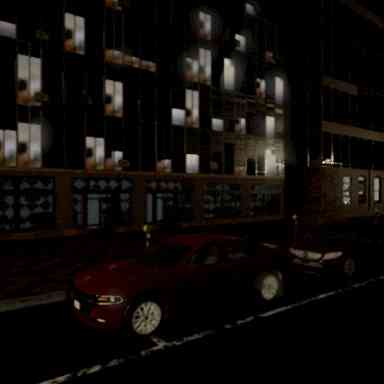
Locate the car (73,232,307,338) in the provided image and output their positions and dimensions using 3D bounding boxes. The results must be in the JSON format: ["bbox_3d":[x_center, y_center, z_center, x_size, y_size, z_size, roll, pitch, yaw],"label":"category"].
[{"bbox_3d":[0.017,1.530,6.571,4.507,1.381,1.887,0,0,-36],"label":"car"}]

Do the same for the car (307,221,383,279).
[{"bbox_3d":[4.651,1.544,9.879,4.206,1.307,1.802,0,0,-36],"label":"car"}]
